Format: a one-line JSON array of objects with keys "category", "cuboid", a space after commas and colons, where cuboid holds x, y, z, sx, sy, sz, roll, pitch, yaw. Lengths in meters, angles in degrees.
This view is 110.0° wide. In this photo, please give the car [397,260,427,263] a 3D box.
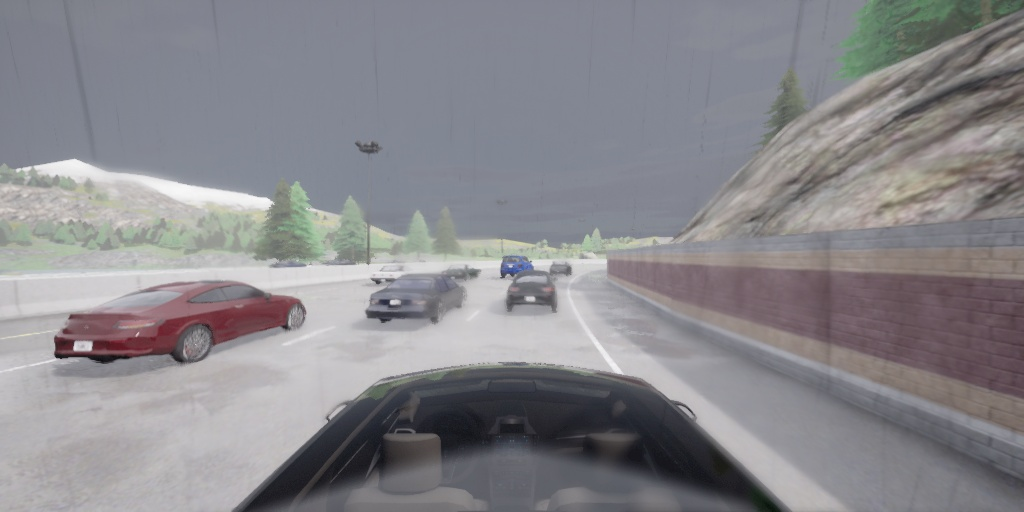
[{"category": "car", "cuboid": [-13.134, 1.231, 49.089, 1.812, 1.442, 4.674, 0, 0, 19]}]

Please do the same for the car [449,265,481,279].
[{"category": "car", "cuboid": [-3.964, 1.337, 28.856, 1.895, 1.301, 4.718, 0, 0, 12]}]

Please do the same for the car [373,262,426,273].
[{"category": "car", "cuboid": [-8.114, 1.324, 25.792, 1.895, 1.301, 4.718, 0, 0, 10]}]

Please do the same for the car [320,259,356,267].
[{"category": "car", "cuboid": [-21.756, 1.171, 44.932, 2.128, 1.511, 4.902, 0, 0, 17]}]

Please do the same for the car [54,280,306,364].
[{"category": "car", "cuboid": [-6.656, 1.254, 7.947, 1.812, 1.442, 4.674, 0, 0, 2]}]

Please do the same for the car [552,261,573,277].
[{"category": "car", "cuboid": [4.983, 1.256, 35.977, 2.128, 1.511, 4.902, 0, 0, 15]}]

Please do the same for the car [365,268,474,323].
[{"category": "car", "cuboid": [-2.903, 1.288, 12.064, 2.033, 1.411, 5.357, 0, 0, 5]}]

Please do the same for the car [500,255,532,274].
[{"category": "car", "cuboid": [0.505, 0.972, 32.787, 2.150, 2.045, 5.566, 0, 0, 14]}]

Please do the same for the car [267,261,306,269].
[{"category": "car", "cuboid": [-26.197, 1.228, 41.896, 1.994, 1.385, 4.181, 0, 0, 15]}]

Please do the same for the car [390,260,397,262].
[{"category": "car", "cuboid": [-16.529, 1.259, 49.956, 1.994, 1.385, 4.181, 0, 0, 19]}]

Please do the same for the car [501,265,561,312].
[{"category": "car", "cuboid": [0.853, 1.278, 14.248, 1.812, 1.442, 4.674, 0, 0, 6]}]
